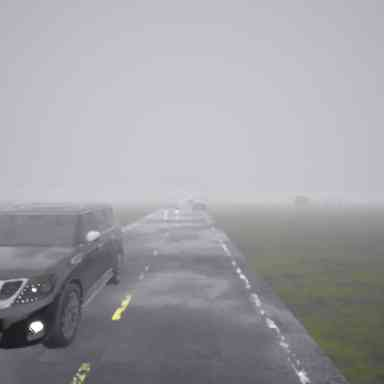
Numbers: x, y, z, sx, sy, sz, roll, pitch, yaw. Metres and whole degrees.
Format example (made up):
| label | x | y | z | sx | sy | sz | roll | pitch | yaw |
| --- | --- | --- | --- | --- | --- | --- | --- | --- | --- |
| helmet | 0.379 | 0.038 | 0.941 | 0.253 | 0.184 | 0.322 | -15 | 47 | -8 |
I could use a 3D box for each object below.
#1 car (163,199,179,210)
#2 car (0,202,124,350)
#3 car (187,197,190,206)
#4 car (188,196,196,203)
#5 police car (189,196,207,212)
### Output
| label | x | y | z | sx | sy | sz | roll | pitch | yaw |
| --- | --- | --- | --- | --- | --- | --- | --- | --- | --- |
| car | -2.849 | 1.784 | 47.121 | 1.812 | 1.442 | 4.674 | 0 | 0 | 0 |
| car | -2.852 | 1.259 | 6.691 | 2.150 | 2.045 | 5.566 | 0 | 0 | 0 |
| car | -0.023 | 1.841 | 62.358 | 1.837 | 1.490 | 4.892 | 0 | 0 | 0 |
| car | -0.029 | 1.758 | 78.738 | 1.812 | 1.442 | 4.674 | 0 | 0 | 0 |
| police car | 0.946 | 1.663 | 43.297 | 1.930 | 1.638 | 5.238 | 0 | 0 | 0 |
